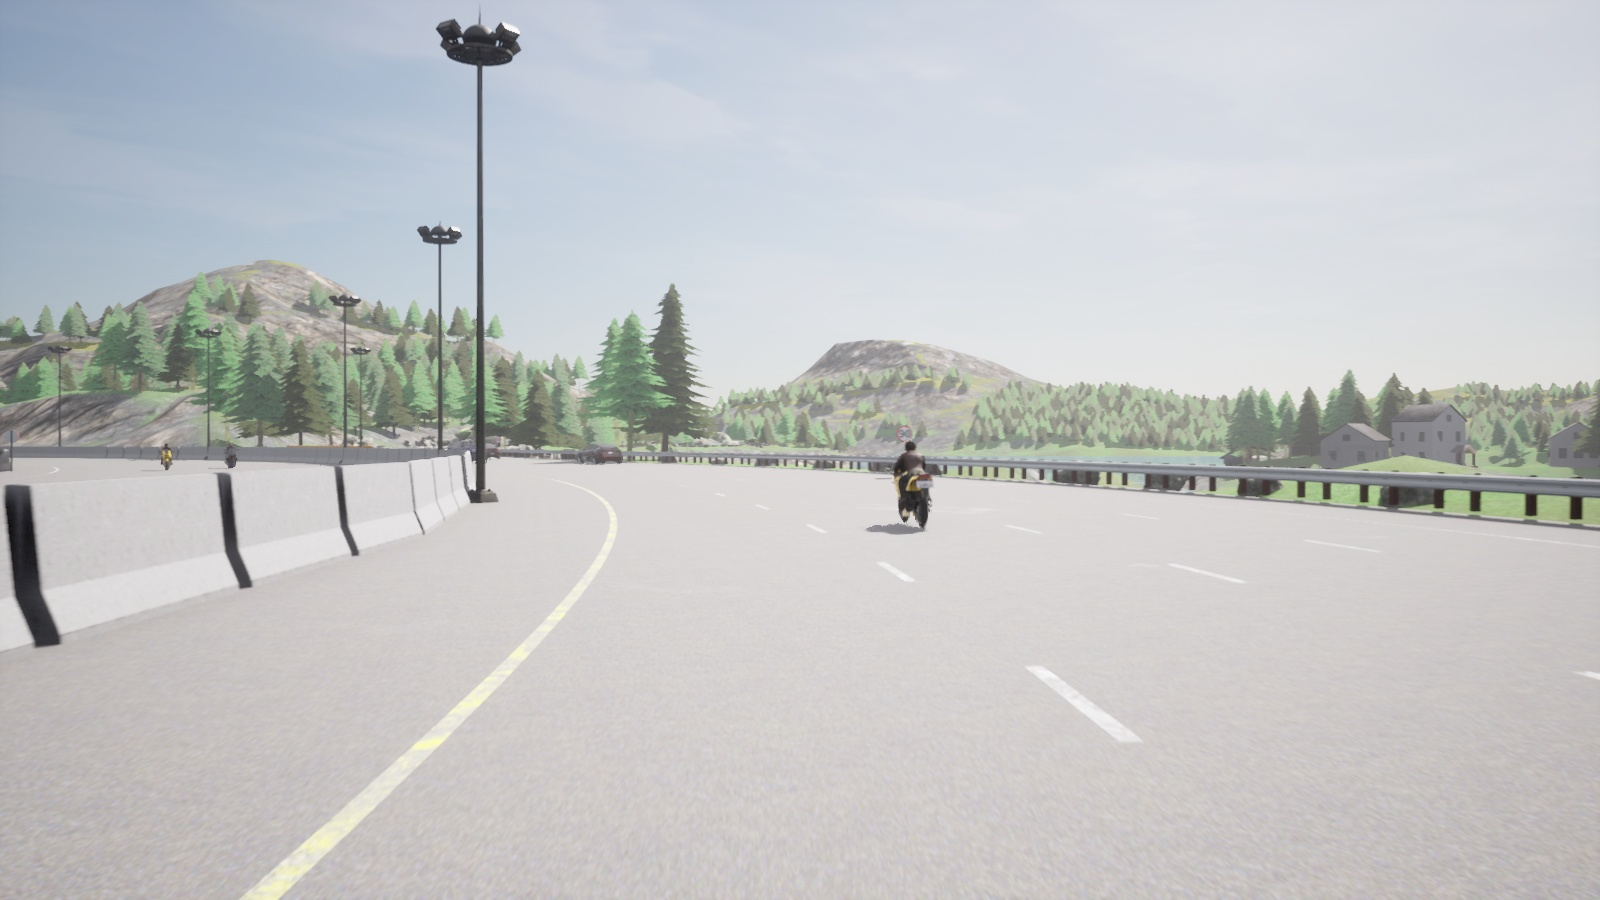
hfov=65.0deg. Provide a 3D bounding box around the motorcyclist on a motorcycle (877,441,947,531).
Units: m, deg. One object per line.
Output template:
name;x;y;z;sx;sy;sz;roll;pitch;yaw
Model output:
motorcyclist on a motorcycle;1.983;0.603;22.504;0.797;1.523;2.044;-1;0;-8

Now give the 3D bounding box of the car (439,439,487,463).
car;-25.105;0.060;93.466;2.097;1.767;4.553;0;0;-34

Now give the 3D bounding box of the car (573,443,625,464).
car;-14.396;0.230;89.756;2.163;1.488;4.792;0;0;-30

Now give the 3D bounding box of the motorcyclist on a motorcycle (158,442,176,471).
motorcyclist on a motorcycle;-34.176;0.322;67.768;0.797;1.523;2.044;-1;1;-28

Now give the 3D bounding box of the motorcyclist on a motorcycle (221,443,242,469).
motorcyclist on a motorcycle;-33.246;0.343;73.421;0.866;1.530;2.191;-1;1;-29
